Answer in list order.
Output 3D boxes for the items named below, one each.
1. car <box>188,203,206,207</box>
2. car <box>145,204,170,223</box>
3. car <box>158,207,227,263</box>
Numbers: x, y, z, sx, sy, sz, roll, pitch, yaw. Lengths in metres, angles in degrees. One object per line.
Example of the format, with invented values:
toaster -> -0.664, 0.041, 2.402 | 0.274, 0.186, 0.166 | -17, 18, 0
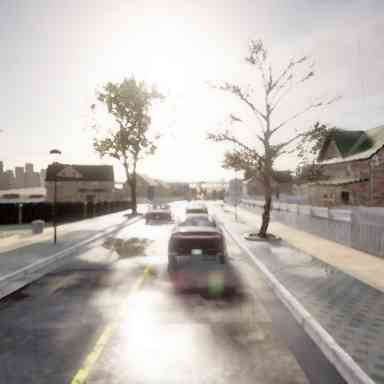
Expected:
car -> 0.409, 1.618, 27.481 | 2.128, 1.511, 4.902 | 0, 0, 1
car -> -2.540, 1.682, 26.677 | 1.994, 1.385, 4.181 | 0, 0, 1
car -> 0.176, 1.537, 12.122 | 2.128, 1.511, 4.902 | 0, 0, 1
